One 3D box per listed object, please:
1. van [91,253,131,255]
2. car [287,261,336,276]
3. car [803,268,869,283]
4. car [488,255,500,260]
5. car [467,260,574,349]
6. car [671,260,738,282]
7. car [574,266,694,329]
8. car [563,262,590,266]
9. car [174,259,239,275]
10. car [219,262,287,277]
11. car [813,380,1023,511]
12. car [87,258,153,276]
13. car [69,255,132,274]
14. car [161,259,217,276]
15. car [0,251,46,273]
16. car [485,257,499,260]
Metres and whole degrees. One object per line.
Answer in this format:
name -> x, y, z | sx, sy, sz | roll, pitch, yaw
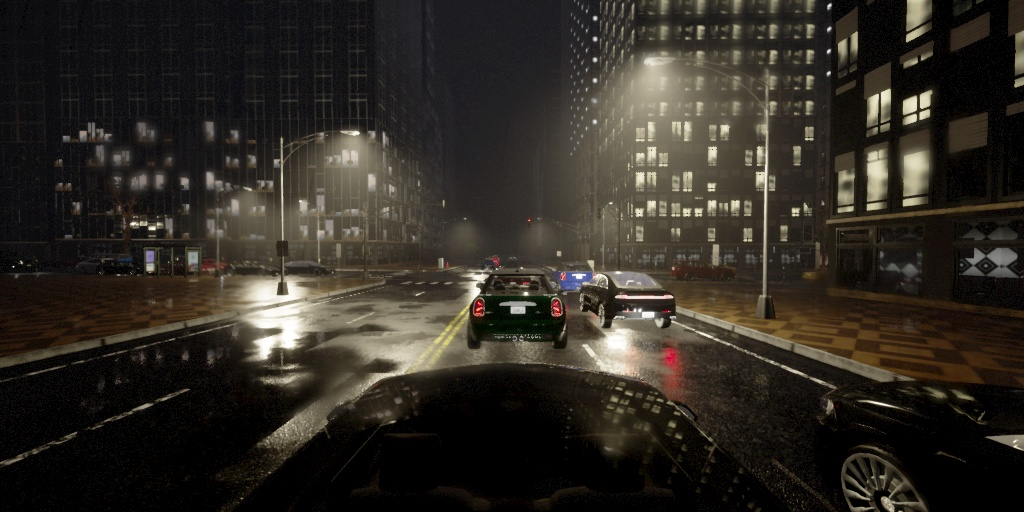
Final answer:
van -> -45.231, 0.605, 40.353 | 3.998, 1.789, 1.690 | 0, 0, 1
car -> -19.660, 1.139, 33.980 | 5.357, 1.411, 2.033 | 0, 1, 0
car -> 27.684, 1.579, 30.555 | 4.829, 1.417, 1.751 | 0, 0, 1
car -> -3.243, 0.925, 61.032 | 2.150, 2.045, 5.566 | 0, 0, 0
car -> 0.111, 1.099, 9.306 | 2.097, 1.767, 4.553 | 0, 0, 0
car -> 16.236, 1.269, 30.769 | 5.009, 1.841, 2.192 | 0, 0, 1
car -> 3.364, 1.237, 11.280 | 2.128, 1.511, 4.902 | 0, 0, 0
car -> 3.377, 1.092, 20.122 | 2.097, 1.767, 4.553 | 0, 0, 0
car -> -29.067, 1.031, 34.199 | 4.674, 1.442, 1.812 | 1, 1, 1
car -> -22.689, 1.173, 31.353 | 4.313, 1.339, 1.948 | 0, 0, 1
car -> 3.344, 1.242, 0.888 | 2.128, 1.511, 4.902 | 0, 0, 0
car -> -34.053, 1.069, 31.676 | 4.313, 1.339, 1.948 | 0, 0, 1
car -> -38.920, 0.942, 34.419 | 4.674, 1.442, 1.812 | 1, 1, 2
car -> -28.372, 1.138, 31.494 | 4.207, 1.307, 1.802 | 0, 0, 1
car -> -49.576, 0.539, 34.693 | 5.566, 2.045, 2.150 | 0, 1, -1
car -> -3.275, 1.241, 50.808 | 1.812, 1.442, 4.674 | 0, 0, 0
